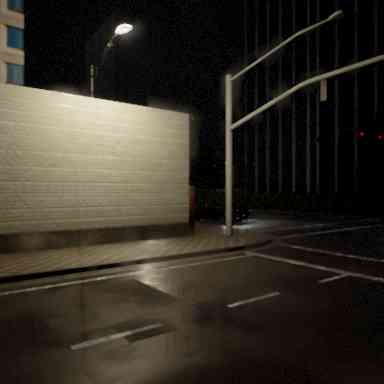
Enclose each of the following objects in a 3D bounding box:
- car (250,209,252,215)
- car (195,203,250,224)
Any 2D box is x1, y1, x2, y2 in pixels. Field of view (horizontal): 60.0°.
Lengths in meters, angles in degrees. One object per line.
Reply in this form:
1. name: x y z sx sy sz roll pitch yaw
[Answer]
1. car: 3.100 1.653 29.799 1.895 1.301 4.718 0 0 -36
2. car: 1.891 1.578 25.476 1.812 1.442 4.674 0 0 -36
